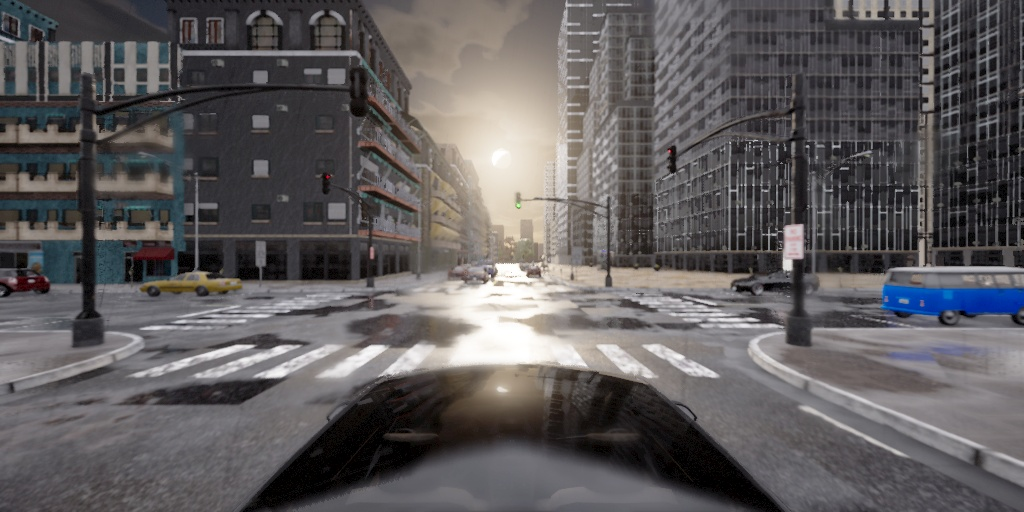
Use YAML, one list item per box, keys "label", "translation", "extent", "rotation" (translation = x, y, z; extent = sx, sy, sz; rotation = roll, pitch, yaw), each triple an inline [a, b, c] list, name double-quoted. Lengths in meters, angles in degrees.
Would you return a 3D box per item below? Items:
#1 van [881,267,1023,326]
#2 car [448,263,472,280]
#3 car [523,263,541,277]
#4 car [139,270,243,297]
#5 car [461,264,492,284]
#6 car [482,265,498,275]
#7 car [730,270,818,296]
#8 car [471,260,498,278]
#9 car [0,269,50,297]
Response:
- label: "van"
  translation: [14.684, 1.246, 11.753]
  extent: [3.998, 1.789, 1.690]
  rotation: [0, 0, 0]
- label: "car"
  translation: [-5.710, 1.761, 38.150]
  extent: [1.888, 1.381, 4.507]
  rotation: [0, 0, 0]
- label: "car"
  translation: [2.634, 1.834, 43.860]
  extent: [1.888, 1.381, 4.507]
  rotation: [0, 0, 0]
- label: "car"
  translation: [-17.892, 1.485, 20.062]
  extent: [4.829, 1.417, 1.751]
  rotation: [0, 0, 0]
- label: "car"
  translation: [-3.115, 1.664, 32.132]
  extent: [1.812, 1.442, 4.674]
  rotation: [0, -1, 0]
- label: "car"
  translation: [-3.111, 1.959, 52.010]
  extent: [1.994, 1.385, 4.181]
  rotation: [0, -1, 0]
- label: "car"
  translation: [14.666, 1.453, 20.134]
  extent: [4.313, 1.339, 1.948]
  rotation: [0, 0, 0]
- label: "car"
  translation: [-3.116, 1.487, 42.041]
  extent: [2.150, 2.045, 5.566]
  rotation: [0, -1, 0]
- label: "car"
  translation: [-28.790, 1.428, 20.038]
  extent: [4.097, 1.591, 1.967]
  rotation: [0, 0, 0]
